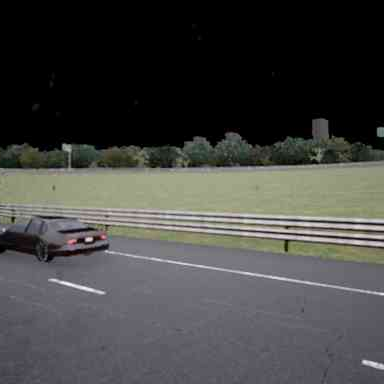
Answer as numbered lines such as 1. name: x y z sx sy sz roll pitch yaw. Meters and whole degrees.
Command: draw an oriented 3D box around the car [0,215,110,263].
1. car: -5.337 1.570 12.085 5.357 1.411 2.033 0 0 35
